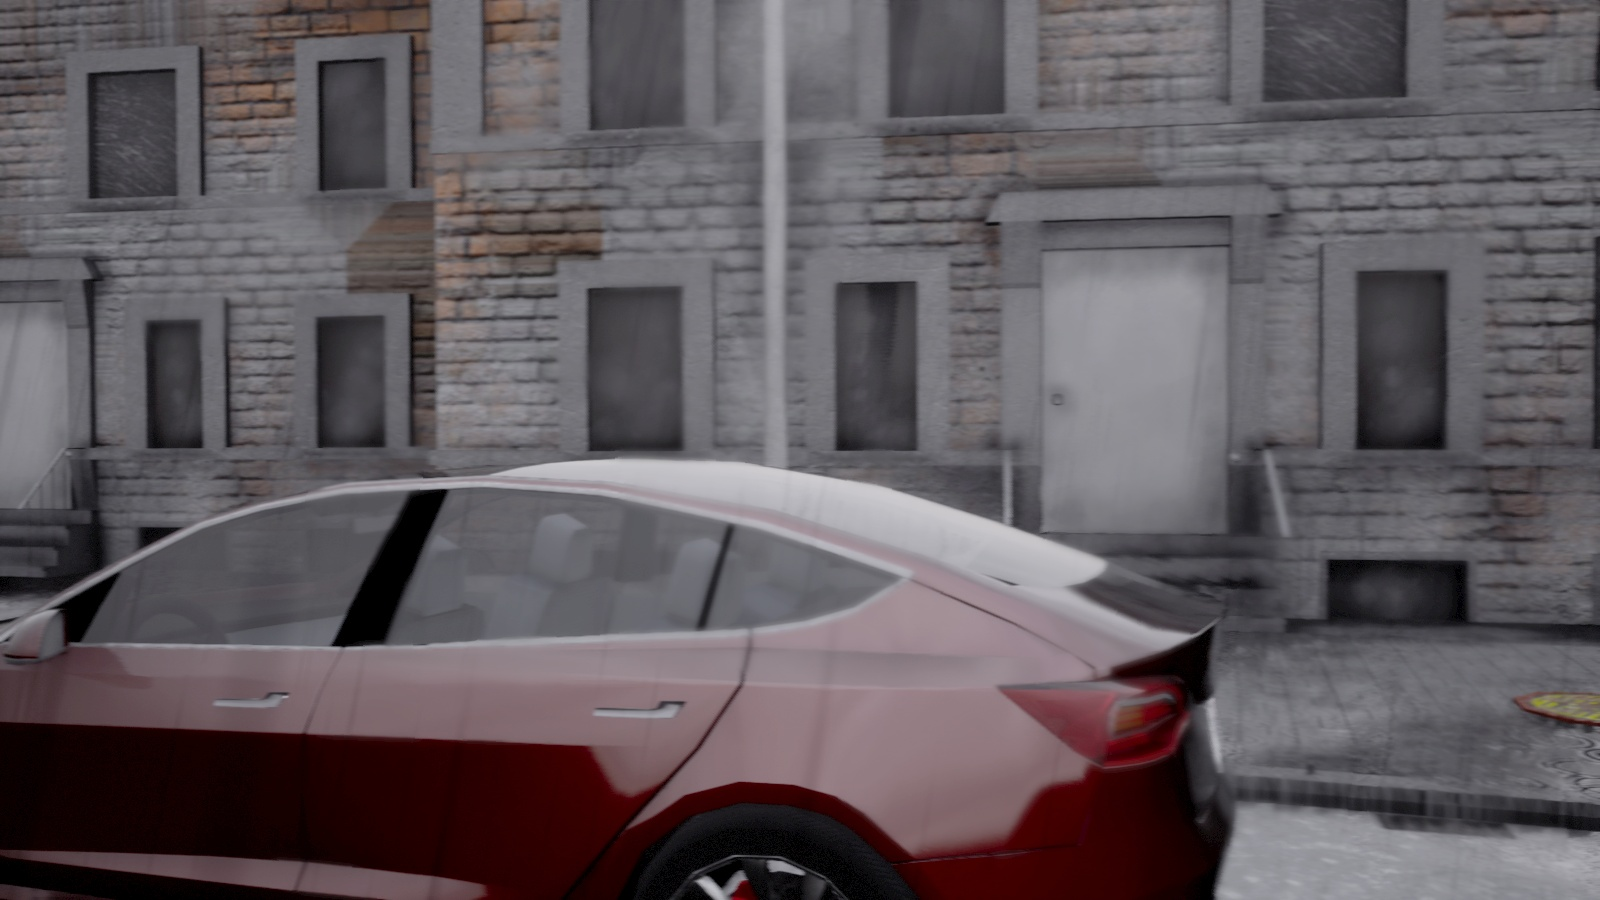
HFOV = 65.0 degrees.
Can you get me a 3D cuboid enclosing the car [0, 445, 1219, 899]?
[{"bbox_3d":[-1.165,0.756,4.110,4.792,1.488,2.163,1,1,19],"label":"car"}]
